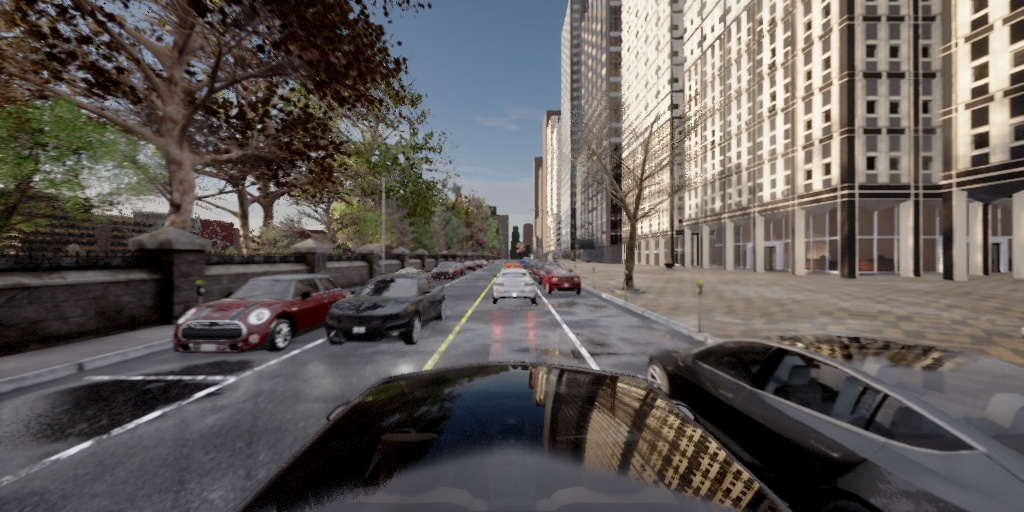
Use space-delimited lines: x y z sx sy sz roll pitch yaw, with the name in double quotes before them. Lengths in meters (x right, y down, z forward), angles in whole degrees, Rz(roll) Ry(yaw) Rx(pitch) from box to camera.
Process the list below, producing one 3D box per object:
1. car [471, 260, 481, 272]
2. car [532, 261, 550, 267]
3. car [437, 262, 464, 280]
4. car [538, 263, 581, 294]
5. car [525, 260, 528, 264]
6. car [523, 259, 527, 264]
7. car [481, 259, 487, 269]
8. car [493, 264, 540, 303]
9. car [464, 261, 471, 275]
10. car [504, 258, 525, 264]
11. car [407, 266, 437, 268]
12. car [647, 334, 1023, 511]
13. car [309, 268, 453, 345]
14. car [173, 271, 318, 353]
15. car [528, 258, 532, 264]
"car" -5.699 1.335 48.148 1.888 1.381 4.507 0 0 0
"car" 2.685 1.205 25.621 1.967 1.591 4.097 0 0 0
"car" -5.696 1.211 31.251 1.967 1.591 4.097 0 0 0
"car" 2.686 1.305 19.989 1.888 1.381 4.507 0 0 0
"car" 2.683 1.327 36.885 2.007 1.370 4.403 0 0 0
"car" 2.682 1.333 42.517 2.007 1.370 4.403 0 0 0
"car" -5.701 1.351 59.412 1.888 1.381 4.507 0 0 0
"car" 0.098 1.283 16.482 1.812 1.442 4.674 0 0 0
"car" -5.698 1.322 36.883 1.888 1.381 4.507 0 0 0
"car" 0.093 1.135 42.733 2.097 1.767 4.553 0 0 0
"car" -5.694 1.286 19.818 1.751 1.417 4.829 0 0 0
"car" 2.688 1.316 3.091 1.948 1.339 4.313 0 0 0
"car" -3.058 1.231 9.700 1.882 1.535 5.008 0 0 0
"car" -5.693 1.193 8.722 1.967 1.591 4.097 0 0 0
"car" 2.684 1.210 31.252 1.967 1.591 4.097 0 0 0
